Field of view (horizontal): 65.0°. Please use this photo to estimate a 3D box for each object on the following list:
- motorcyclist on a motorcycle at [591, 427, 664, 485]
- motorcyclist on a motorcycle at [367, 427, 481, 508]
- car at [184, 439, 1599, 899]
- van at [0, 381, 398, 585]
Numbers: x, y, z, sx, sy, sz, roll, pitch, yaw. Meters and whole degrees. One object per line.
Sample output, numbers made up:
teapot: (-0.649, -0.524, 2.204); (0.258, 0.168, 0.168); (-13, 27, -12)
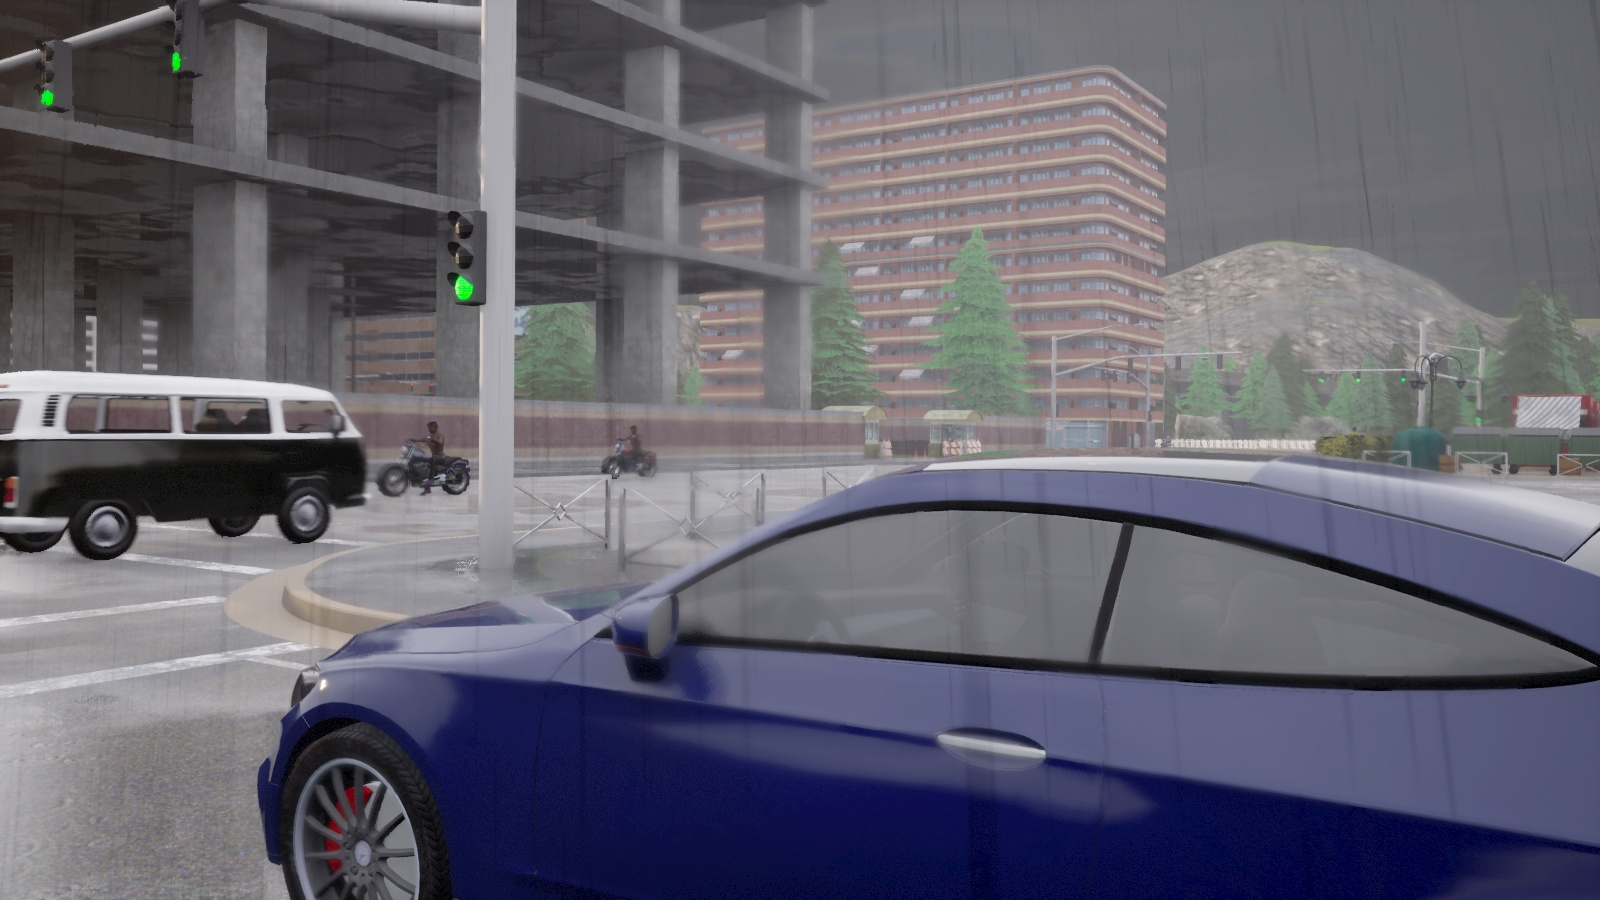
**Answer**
motorcyclist on a motorcycle: (-5.122, 0.162, 37.378); (0.766, 1.649, 2.350); (0, 1, 33)
motorcyclist on a motorcycle: (-7.963, 0.334, 26.710); (0.766, 1.649, 2.350); (0, 1, 33)
car: (0.620, 0.708, 3.212); (4.674, 1.442, 1.812); (0, 1, 34)
van: (-7.314, 0.271, 14.955); (2.069, 2.038, 4.480); (0, 1, 33)
